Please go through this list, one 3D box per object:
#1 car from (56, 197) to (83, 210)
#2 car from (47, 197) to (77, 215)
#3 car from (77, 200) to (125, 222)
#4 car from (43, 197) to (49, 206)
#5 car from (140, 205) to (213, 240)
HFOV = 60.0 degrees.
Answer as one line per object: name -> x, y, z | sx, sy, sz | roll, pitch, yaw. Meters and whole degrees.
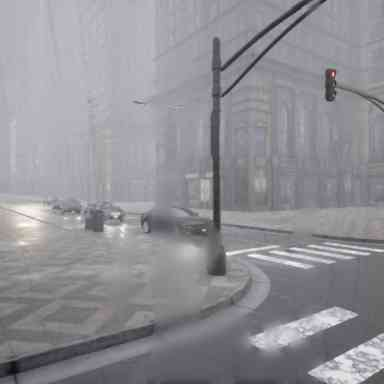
car -> -16.342, 1.489, 44.301 | 2.033, 1.411, 5.357 | 0, 0, -35
car -> -12.954, 1.518, 34.131 | 2.033, 1.411, 5.357 | 0, 0, -35
car -> -6.807, 1.480, 25.499 | 2.128, 1.511, 4.902 | 0, 0, -36
car -> -21.983, 1.446, 52.116 | 1.812, 1.442, 4.674 | 0, 0, -35
car -> -0.894, 1.469, 17.211 | 1.882, 1.535, 5.008 | 0, 0, -36
